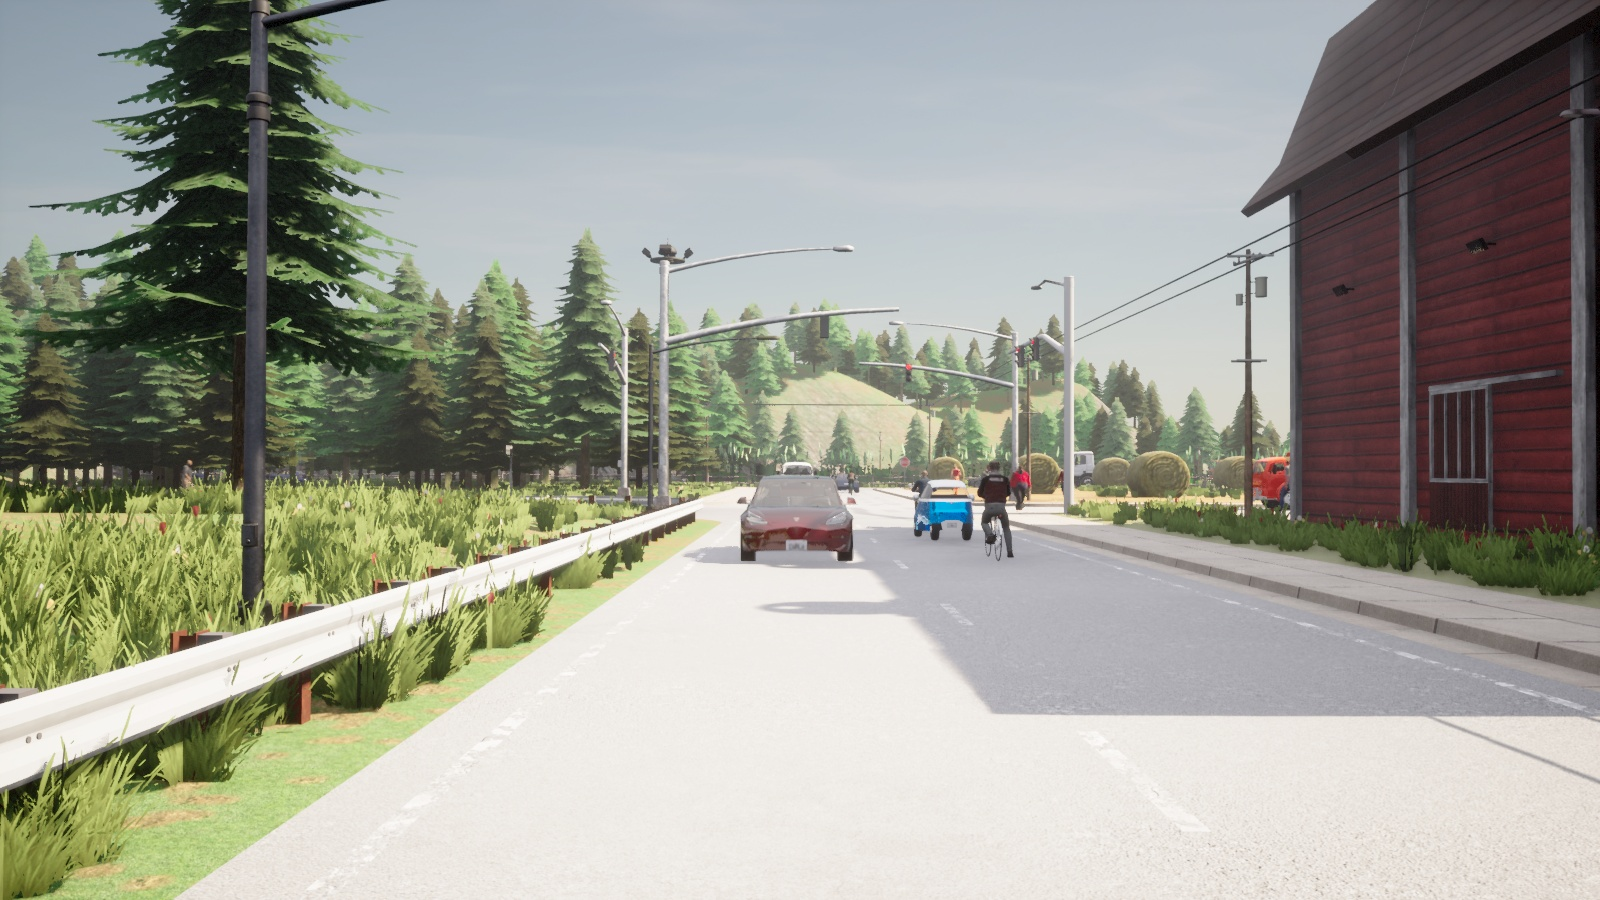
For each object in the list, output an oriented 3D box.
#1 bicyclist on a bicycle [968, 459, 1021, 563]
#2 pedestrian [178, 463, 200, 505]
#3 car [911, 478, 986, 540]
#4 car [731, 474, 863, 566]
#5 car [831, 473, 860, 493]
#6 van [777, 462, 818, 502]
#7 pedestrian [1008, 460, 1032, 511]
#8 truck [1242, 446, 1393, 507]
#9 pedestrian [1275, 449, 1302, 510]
[{"bbox_3d":[3.450,1.047,22.406,0.659,1.776,1.843,0,-1,0],"label":"bicyclist on a bicycle"},{"bbox_3d":[-26.867,1.483,55.244,0.694,1.848,0.540,0,-1,1],"label":"pedestrian"},{"bbox_3d":[3.436,1.348,29.386,1.481,1.376,2.207,0,-1,0],"label":"car"},{"bbox_3d":[-0.050,1.201,23.087,2.163,1.488,4.792,0,-1,0],"label":"car"},{"bbox_3d":[3.299,2.397,91.536,1.994,1.385,4.181,0,-1,0],"label":"car"},{"bbox_3d":[-0.147,1.652,66.455,2.069,2.038,4.480,0,-1,0],"label":"van"},{"bbox_3d":[7.969,1.277,45.426,0.634,1.844,0.899,0,-1,-5],"label":"pedestrian"},{"bbox_3d":[21.534,1.089,52.427,5.204,2.467,2.627,0,-1,-1],"label":"truck"},{"bbox_3d":[14.838,0.908,38.168,0.354,1.836,0.706,0,-1,-20],"label":"pedestrian"}]
